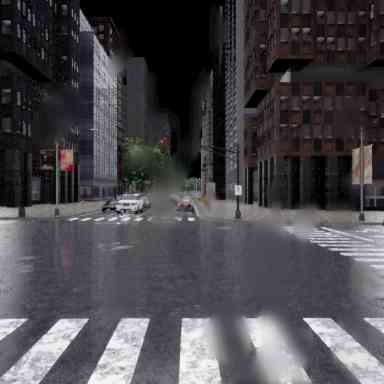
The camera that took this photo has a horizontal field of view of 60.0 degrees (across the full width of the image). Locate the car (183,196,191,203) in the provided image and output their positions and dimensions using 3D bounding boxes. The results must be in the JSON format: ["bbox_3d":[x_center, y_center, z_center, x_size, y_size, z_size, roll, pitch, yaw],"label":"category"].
[{"bbox_3d":[-1.036,1.612,71.770,1.752,1.417,4.829,0,0,-1],"label":"car"}]

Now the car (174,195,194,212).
[{"bbox_3d":[-0.725,1.448,39.052,1.967,1.590,4.097,0,0,-1],"label":"car"}]

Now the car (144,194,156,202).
[{"bbox_3d":[-9.612,1.417,76.955,2.192,1.841,5.009,0,0,-1],"label":"car"}]

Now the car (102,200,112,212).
[{"bbox_3d":[-9.250,1.574,38.974,1.947,1.339,4.313,0,0,-1],"label":"car"}]

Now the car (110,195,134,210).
[{"bbox_3d":[-9.302,1.335,44.400,2.192,1.841,5.009,0,0,-1],"label":"car"}]

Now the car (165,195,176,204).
[{"bbox_3d":[-3.632,1.671,65.356,1.895,1.301,4.718,0,0,-1],"label":"car"}]

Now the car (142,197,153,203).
[{"bbox_3d":[-9.559,1.668,71.528,1.802,1.307,4.206,0,0,-1],"label":"car"}]

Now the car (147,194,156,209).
[{"bbox_3d":[-6.644,1.375,45.638,2.097,1.767,4.553,0,0,0],"label":"car"}]

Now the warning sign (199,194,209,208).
[{"bbox_3d":[1.551,1.131,42.744,1.300,1.860,1.060,0,0,-1],"label":"warning sign"}]

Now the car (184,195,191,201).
[{"bbox_3d":[-1.190,1.574,87.875,1.967,1.590,4.097,0,0,-1],"label":"car"}]

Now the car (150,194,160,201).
[{"bbox_3d":[-9.715,1.449,87.806,2.192,1.841,5.009,0,0,-1],"label":"car"}]

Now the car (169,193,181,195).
[{"bbox_3d":[-3.829,1.575,75.426,1.882,1.535,5.008,0,0,-1],"label":"car"}]

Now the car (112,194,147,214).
[{"bbox_3d":[-6.553,1.223,35.613,2.150,2.045,5.566,0,0,-1],"label":"car"}]

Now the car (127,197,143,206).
[{"bbox_3d":[-9.403,1.570,55.081,1.752,1.417,4.829,0,0,-1],"label":"car"}]

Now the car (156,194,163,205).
[{"bbox_3d":[-6.744,1.404,58.385,2.097,1.767,4.553,0,0,0],"label":"car"}]

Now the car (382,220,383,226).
[{"bbox_3d":[14.731,1.724,21.055,4.902,1.511,2.128,1,0,0],"label":"car"}]

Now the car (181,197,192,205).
[{"bbox_3d":[-0.931,1.603,60.751,1.887,1.381,4.507,0,0,-1],"label":"car"}]

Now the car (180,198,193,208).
[{"bbox_3d":[-0.828,1.614,49.901,1.802,1.307,4.206,0,0,-1],"label":"car"}]
